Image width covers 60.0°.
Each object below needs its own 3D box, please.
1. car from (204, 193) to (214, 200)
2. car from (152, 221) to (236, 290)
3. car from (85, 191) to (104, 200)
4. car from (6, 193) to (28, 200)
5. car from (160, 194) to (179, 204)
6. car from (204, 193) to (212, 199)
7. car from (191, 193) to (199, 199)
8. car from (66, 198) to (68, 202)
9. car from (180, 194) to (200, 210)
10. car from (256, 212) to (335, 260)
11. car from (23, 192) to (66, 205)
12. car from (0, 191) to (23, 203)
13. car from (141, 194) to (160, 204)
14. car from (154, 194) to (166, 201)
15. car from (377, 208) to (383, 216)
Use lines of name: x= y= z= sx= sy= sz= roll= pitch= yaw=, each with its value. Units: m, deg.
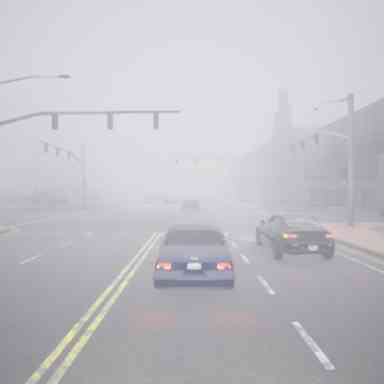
car: x=4.092 y=1.144 z=78.849 sx=1.994 sy=1.385 sz=4.181 roll=0 pitch=0 yaw=1
car: x=0.059 y=1.500 z=9.076 sx=2.033 sy=1.411 sz=5.357 roll=0 pitch=0 yaw=0
car: x=-21.449 y=0.791 z=71.016 sx=3.866 sy=1.878 sz=1.905 roll=0 pitch=0 yaw=0
car: x=-38.904 y=0.985 z=73.902 sx=3.905 sy=1.438 sz=1.784 roll=0 pitch=0 yaw=0
car: x=-3.619 y=1.322 z=54.224 sx=1.895 sy=1.301 sz=4.718 roll=0 pitch=0 yaw=2
car: x=4.348 y=1.014 z=88.639 sx=1.994 sy=1.385 sz=4.181 roll=0 pitch=0 yaw=1
car: x=0.849 y=0.961 z=88.729 sx=1.837 sy=1.490 sz=4.892 roll=0 pitch=0 yaw=1
car: x=-21.422 y=0.892 z=51.393 sx=3.866 sy=1.878 sz=1.905 roll=0 pitch=0 yaw=0
car: x=-0.108 y=1.278 z=38.699 sx=1.882 sy=1.535 sz=5.008 roll=0 pitch=0 yaw=0
car: x=3.564 y=1.463 z=12.067 sx=1.812 sy=1.442 sz=4.674 roll=0 pitch=0 yaw=0
car: x=-21.478 y=0.904 z=48.499 sx=4.605 sy=1.855 sz=1.932 roll=0 pitch=0 yaw=0
car: x=-38.970 y=0.789 z=71.004 sx=4.605 sy=1.855 sz=1.932 roll=0 pitch=0 yaw=0
car: x=-7.104 y=1.210 z=54.789 sx=2.128 sy=1.511 sz=4.902 roll=0 pitch=0 yaw=2
car: x=-6.650 y=1.194 z=69.733 sx=1.994 sy=1.385 sz=4.181 roll=0 pitch=0 yaw=1
car: x=16.687 y=1.472 z=24.831 sx=4.718 sy=1.301 sz=1.895 roll=0 pitch=0 yaw=3
